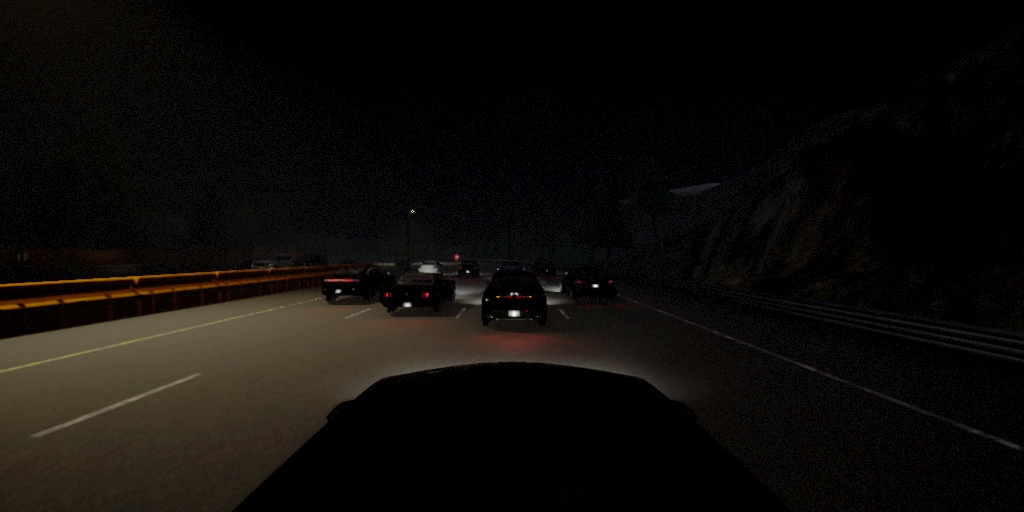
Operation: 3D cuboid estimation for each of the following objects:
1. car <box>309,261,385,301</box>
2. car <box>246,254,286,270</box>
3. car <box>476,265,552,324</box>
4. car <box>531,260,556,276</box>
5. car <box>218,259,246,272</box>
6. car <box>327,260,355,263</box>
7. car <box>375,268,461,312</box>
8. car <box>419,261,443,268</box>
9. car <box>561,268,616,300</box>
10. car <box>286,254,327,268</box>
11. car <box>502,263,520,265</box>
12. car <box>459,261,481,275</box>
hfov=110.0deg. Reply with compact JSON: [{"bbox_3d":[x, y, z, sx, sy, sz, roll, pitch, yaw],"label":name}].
[{"bbox_3d":[-6.912,1.180,16.707,2.128,1.511,4.902,0,0,0],"label":"car"},{"bbox_3d":[-25.794,0.816,38.945,2.150,2.045,5.566,0,0,-7],"label":"car"},{"bbox_3d":[0.071,1.215,11.684,1.837,1.490,4.892,0,1,0],"label":"car"},{"bbox_3d":[2.958,1.093,34.396,1.882,1.535,5.008,0,0,-4],"label":"car"},{"bbox_3d":[-29.313,1.073,38.728,1.882,1.535,5.008,0,0,-7],"label":"car"},{"bbox_3d":[-19.046,1.132,41.416,2.033,1.411,5.357,0,0,-8],"label":"car"},{"bbox_3d":[-3.417,1.300,13.978,1.895,1.301,4.718,0,0,0],"label":"car"},{"bbox_3d":[-7.484,1.145,33.226,1.812,1.442,4.674,0,0,-4],"label":"car"},{"bbox_3d":[3.579,1.250,17.407,1.994,1.385,4.181,0,0,0],"label":"car"},{"bbox_3d":[-22.395,0.812,39.937,2.150,2.045,5.566,0,0,-7],"label":"car"},{"bbox_3d":[-0.089,1.198,25.735,2.033,1.411,5.357,0,0,-2],"label":"car"},{"bbox_3d":[-3.968,1.145,33.120,1.812,1.442,4.674,0,0,-4],"label":"car"}]
